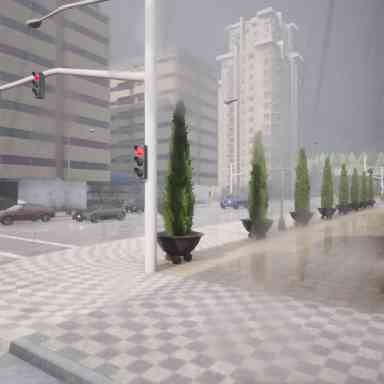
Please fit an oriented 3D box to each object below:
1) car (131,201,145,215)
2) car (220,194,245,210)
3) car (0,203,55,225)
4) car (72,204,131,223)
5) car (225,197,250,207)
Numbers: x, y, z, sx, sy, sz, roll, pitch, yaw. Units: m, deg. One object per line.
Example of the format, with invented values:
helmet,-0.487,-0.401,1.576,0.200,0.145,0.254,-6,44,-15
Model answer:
car,-5.114,1.656,35.364,1.895,1.301,4.718,0,0,35
car,5.883,1.279,45.149,2.150,2.045,5.566,0,0,34
car,-12.475,1.581,24.627,1.812,1.442,4.674,0,0,34
car,-7.206,1.619,26.147,1.994,1.385,4.181,0,0,35
car,7.345,1.533,53.325,1.882,1.535,5.008,0,0,35
